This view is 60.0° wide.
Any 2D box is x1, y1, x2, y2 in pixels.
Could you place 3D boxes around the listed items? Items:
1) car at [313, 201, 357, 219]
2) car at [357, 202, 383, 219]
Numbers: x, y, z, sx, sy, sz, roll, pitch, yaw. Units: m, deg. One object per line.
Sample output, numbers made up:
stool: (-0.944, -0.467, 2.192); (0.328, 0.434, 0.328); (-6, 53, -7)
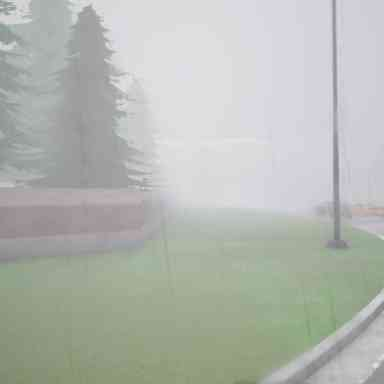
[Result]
car: (13.493, 1.624, 32.317); (2.097, 1.767, 4.553); (0, -1, -3)
car: (16.981, 1.727, 32.698); (1.882, 1.535, 5.008); (0, -1, -3)
